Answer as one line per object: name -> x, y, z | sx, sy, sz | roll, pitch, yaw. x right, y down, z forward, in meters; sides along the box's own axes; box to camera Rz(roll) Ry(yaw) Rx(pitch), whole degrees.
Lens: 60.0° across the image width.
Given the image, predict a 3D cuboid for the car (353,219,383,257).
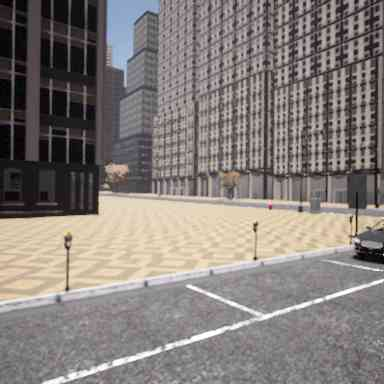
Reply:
car -> 7.613, 1.608, 12.099 | 4.403, 1.369, 2.008 | 0, 0, -35
